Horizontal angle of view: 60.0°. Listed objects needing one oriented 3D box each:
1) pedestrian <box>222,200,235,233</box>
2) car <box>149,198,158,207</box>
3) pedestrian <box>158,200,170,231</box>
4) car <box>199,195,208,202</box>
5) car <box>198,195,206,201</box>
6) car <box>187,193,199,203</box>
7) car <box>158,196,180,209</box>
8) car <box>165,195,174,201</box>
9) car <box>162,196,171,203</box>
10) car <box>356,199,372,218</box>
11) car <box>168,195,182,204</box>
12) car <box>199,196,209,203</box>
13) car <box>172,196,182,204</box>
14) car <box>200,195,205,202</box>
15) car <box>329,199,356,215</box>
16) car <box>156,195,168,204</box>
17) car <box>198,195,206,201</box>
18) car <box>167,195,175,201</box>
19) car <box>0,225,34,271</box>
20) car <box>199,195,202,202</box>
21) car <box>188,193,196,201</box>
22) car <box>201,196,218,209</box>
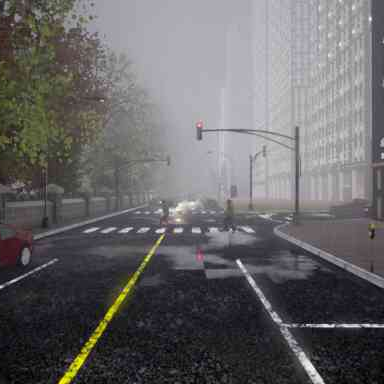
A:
[{"bbox_3d":[1.976,1.299,17.894,0.375,1.860,0.375,0,0,0],"label":"pedestrian"},{"bbox_3d":[-5.701,1.613,52.224,1.802,1.307,4.206,0,0,0],"label":"car"},{"bbox_3d":[-1.615,1.299,19.149,0.375,1.860,0.375,0,0,0],"label":"pedestrian"},{"bbox_3d":[2.673,1.511,80.389,1.967,1.590,4.097,0,0,0],"label":"car"},{"bbox_3d":[2.670,1.642,91.653,2.008,1.369,4.403,0,0,0],"label":"car"},{"bbox_3d":[-0.017,1.590,73.463,2.033,1.411,5.357,0,0,0],"label":"car"},{"bbox_3d":[-3.100,1.589,44.954,1.994,1.385,4.181,0,0,0],"label":"car"},{"bbox_3d":[-5.708,1.521,86.018,1.967,1.590,4.097,0,0,0],"label":"car"},{"bbox_3d":[-5.706,1.586,74.585,1.752,1.417,4.829,0,0,0],"label":"car"},{"bbox_3d":[14.668,1.282,24.005,4.313,1.339,1.947,-1,1,0],"label":"car"},{"bbox_3d":[-3.098,1.526,55.168,2.128,1.511,4.902,0,0,0],"label":"car"},{"bbox_3d":[2.675,1.606,74.757,1.887,1.381,4.507,0,0,0],"label":"car"},{"bbox_3d":[-3.036,1.576,67.536,1.812,1.442,4.674,0,0,1],"label":"car"},{"bbox_3d":[2.679,1.597,52.226,1.947,1.339,4.313,0,0,0],"label":"car"},{"bbox_3d":[14.599,1.308,29.806,4.181,1.385,1.994,-1,0,0],"label":"car"},{"bbox_3d":[-5.703,1.485,63.490,1.967,1.590,4.097,0,0,0],"label":"car"},{"bbox_3d":[2.672,1.521,86.020,1.967,1.590,4.097,0,0,0],"label":"car"},{"bbox_3d":[-5.711,1.636,91.651,1.887,1.381,4.507,0,0,0],"label":"car"},{"bbox_3d":[-5.819,1.546,8.673,1.887,1.381,4.507,0,0,0],"label":"car"},{"bbox_3d":[2.678,1.604,57.859,1.947,1.339,4.313,0,0,0],"label":"car"},{"bbox_3d":[-0.020,1.177,83.910,2.150,2.045,5.566,0,0,0],"label":"car"},{"bbox_3d":[2.680,1.592,46.594,1.947,1.339,4.313,0,0,0],"label":"car"}]
